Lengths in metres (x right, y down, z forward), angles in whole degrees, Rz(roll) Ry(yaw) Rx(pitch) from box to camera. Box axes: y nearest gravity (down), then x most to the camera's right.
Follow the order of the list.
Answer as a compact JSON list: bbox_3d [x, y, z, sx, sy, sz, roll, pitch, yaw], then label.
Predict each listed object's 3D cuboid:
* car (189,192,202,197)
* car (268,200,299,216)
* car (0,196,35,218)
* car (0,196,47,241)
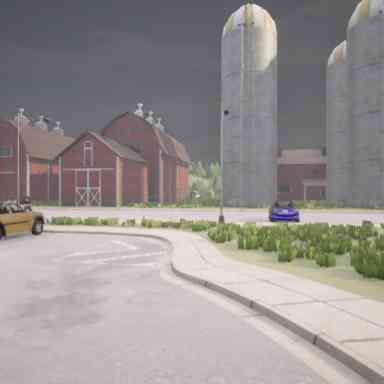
[{"bbox_3d":[1.032,1.115,91.403,3.866,1.878,1.905,2,-7,-32],"label":"car"},{"bbox_3d":[7.175,1.477,26.223,2.242,1.667,4.611,0,0,11],"label":"car"},{"bbox_3d":[-16.599,1.309,30.778,1.905,1.878,3.866,0,0,11],"label":"car"},{"bbox_3d":[-9.085,1.306,15.843,1.932,1.855,4.605,0,0,11],"label":"car"}]
